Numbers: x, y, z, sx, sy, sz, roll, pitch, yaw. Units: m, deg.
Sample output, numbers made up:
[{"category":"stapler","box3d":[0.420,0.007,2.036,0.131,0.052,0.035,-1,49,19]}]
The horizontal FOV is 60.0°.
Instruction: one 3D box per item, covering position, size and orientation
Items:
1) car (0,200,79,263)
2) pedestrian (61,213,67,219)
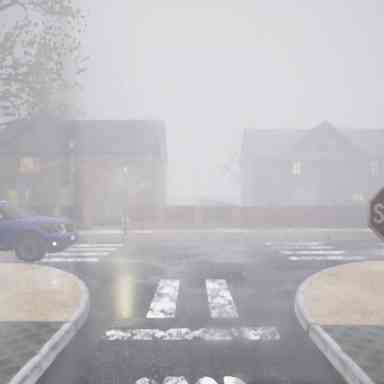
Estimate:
[{"category":"car","box3d":[-6.946,1.286,11.681,5.566,2.045,2.150,-1,-1,1]},{"category":"pedestrian","box3d":[-6.757,1.344,17.538,0.375,1.860,0.375,0,-1,1]}]
